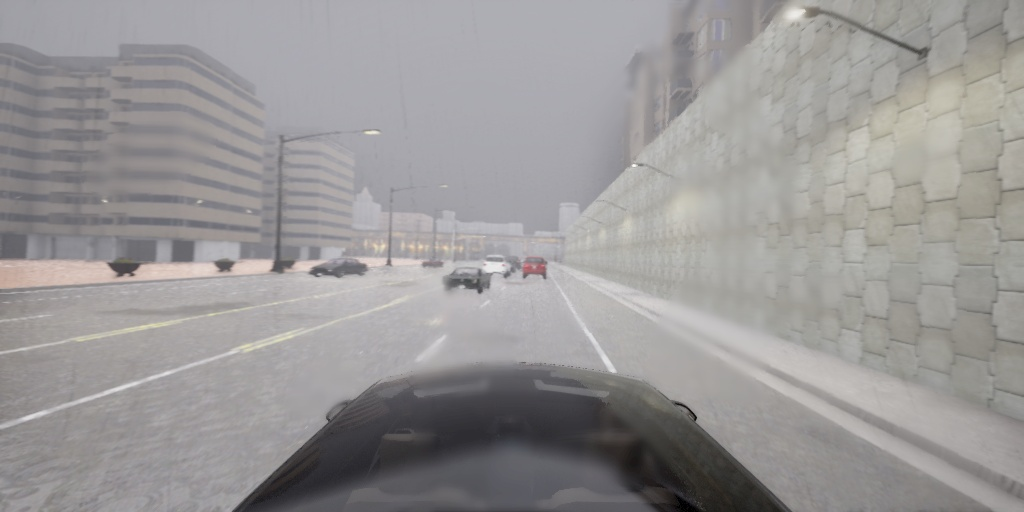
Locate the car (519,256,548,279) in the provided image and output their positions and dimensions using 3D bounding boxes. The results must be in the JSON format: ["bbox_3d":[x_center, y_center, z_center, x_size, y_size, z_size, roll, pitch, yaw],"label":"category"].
[{"bbox_3d":[2.180,1.068,34.165,2.150,2.045,5.566,2,0,5],"label":"car"}]

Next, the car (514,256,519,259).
[{"bbox_3d":[0.166,0.999,54.286,2.150,2.045,5.566,2,0,4],"label":"car"}]

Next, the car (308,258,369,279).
[{"bbox_3d":[-12.548,0.839,26.423,2.033,1.411,5.357,2,0,4],"label":"car"}]

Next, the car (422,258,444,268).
[{"bbox_3d":[-10.778,0.969,48.942,1.895,1.301,4.718,2,0,4],"label":"car"}]

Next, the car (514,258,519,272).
[{"bbox_3d":[-0.604,1.311,44.197,1.994,1.385,4.181,2,0,4],"label":"car"}]

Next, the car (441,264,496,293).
[{"bbox_3d":[-2.316,1.273,19.999,1.895,1.301,4.718,2,0,4],"label":"car"}]

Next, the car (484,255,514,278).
[{"bbox_3d":[-1.351,0.936,33.696,2.150,2.045,5.566,2,0,5],"label":"car"}]
